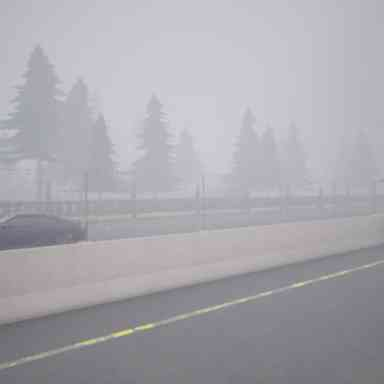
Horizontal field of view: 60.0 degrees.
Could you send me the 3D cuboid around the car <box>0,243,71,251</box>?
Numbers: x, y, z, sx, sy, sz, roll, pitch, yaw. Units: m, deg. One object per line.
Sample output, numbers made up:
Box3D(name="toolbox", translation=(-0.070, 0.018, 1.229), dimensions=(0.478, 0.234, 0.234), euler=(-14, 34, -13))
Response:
Box3D(name="car", translation=(-6.394, 1.485, 12.322), dimensions=(4.674, 1.442, 1.812), euler=(0, 0, -36))
